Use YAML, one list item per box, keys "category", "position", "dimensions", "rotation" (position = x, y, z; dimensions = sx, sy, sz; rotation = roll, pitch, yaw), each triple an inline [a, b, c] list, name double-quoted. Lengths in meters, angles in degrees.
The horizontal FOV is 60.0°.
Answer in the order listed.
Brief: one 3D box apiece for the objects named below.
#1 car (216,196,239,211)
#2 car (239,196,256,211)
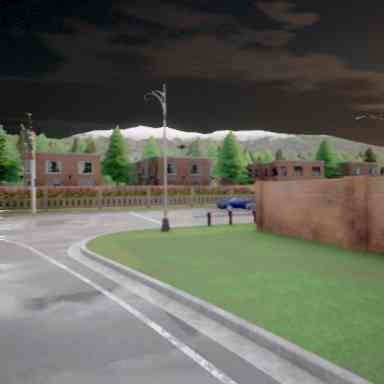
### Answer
- category: "car"
  position: [5.029, 1.187, 36.161]
  dimensions: [5.008, 1.535, 1.882]
  rotation: [-2, 1, -23]
- category: "car"
  position: [7.642, 1.192, 33.468]
  dimensions: [4.902, 1.511, 2.128]
  rotation: [-1, 0, -23]
